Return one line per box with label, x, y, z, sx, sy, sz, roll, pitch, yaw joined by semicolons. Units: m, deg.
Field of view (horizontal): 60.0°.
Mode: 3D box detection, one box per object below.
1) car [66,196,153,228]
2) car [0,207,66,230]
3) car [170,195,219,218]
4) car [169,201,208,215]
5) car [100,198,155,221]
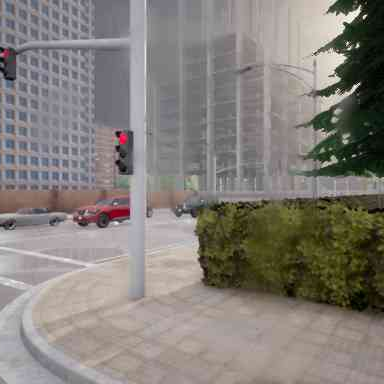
car;-5.495;1.277;23.153;2.150;2.045;5.566;0;0;33
car;-10.737;1.656;21.785;1.895;1.301;4.718;0;0;35
car;0.539;1.277;31.582;2.150;2.045;5.566;0;0;36
car;-0.300;1.656;36.430;1.895;1.301;4.718;0;0;36
car;-5.526;1.407;29.115;2.097;1.767;4.553;0;0;35
